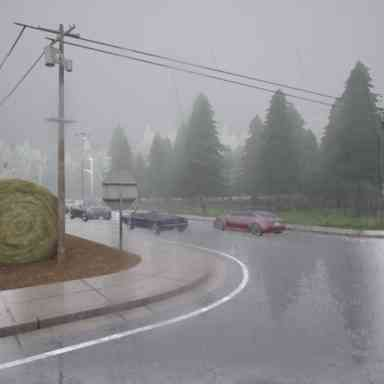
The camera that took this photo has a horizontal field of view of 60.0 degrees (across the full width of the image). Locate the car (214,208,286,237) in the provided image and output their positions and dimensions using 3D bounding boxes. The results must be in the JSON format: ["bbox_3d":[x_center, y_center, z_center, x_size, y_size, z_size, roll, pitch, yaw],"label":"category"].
[{"bbox_3d":[3.117,1.598,18.550,1.994,1.385,4.181,0,0,-38],"label":"car"}]

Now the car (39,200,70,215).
[{"bbox_3d":[-14.490,1.598,35.019,1.994,1.385,4.181,0,0,-38],"label":"car"}]

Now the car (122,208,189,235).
[{"bbox_3d":[-2.222,1.635,19.472,1.895,1.301,4.718,0,0,-38],"label":"car"}]

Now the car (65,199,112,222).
[{"bbox_3d":[-8.347,1.386,27.223,2.097,1.767,4.553,0,0,-38],"label":"car"}]

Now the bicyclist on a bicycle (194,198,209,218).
[{"bbox_3d":[0.795,1.334,27.722,1.656,1.620,0.582,0,0,-38],"label":"bicyclist on a bicycle"}]
